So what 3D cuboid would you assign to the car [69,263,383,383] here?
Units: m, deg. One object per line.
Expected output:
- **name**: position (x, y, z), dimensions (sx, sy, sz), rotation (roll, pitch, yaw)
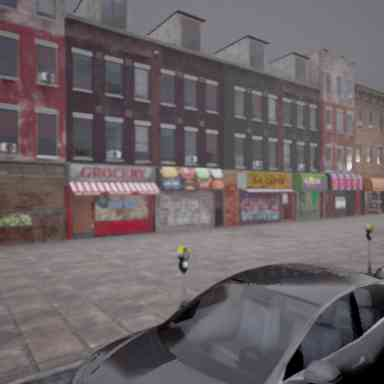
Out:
- **car**: position (0.937, 1.552, 3.481), dimensions (4.313, 1.339, 1.947), rotation (0, 0, -36)
